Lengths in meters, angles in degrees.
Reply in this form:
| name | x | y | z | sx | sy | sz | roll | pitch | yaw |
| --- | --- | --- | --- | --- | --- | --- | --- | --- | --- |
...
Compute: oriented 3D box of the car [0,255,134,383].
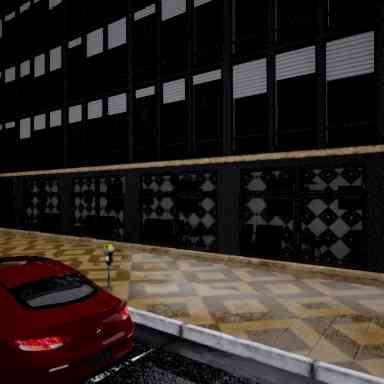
| name | x | y | z | sx | sy | sz | roll | pitch | yaw |
| --- | --- | --- | --- | --- | --- | --- | --- | --- | --- |
| car | -2.644 | 1.582 | 4.713 | 4.206 | 1.307 | 1.802 | 0 | 0 | 35 |
